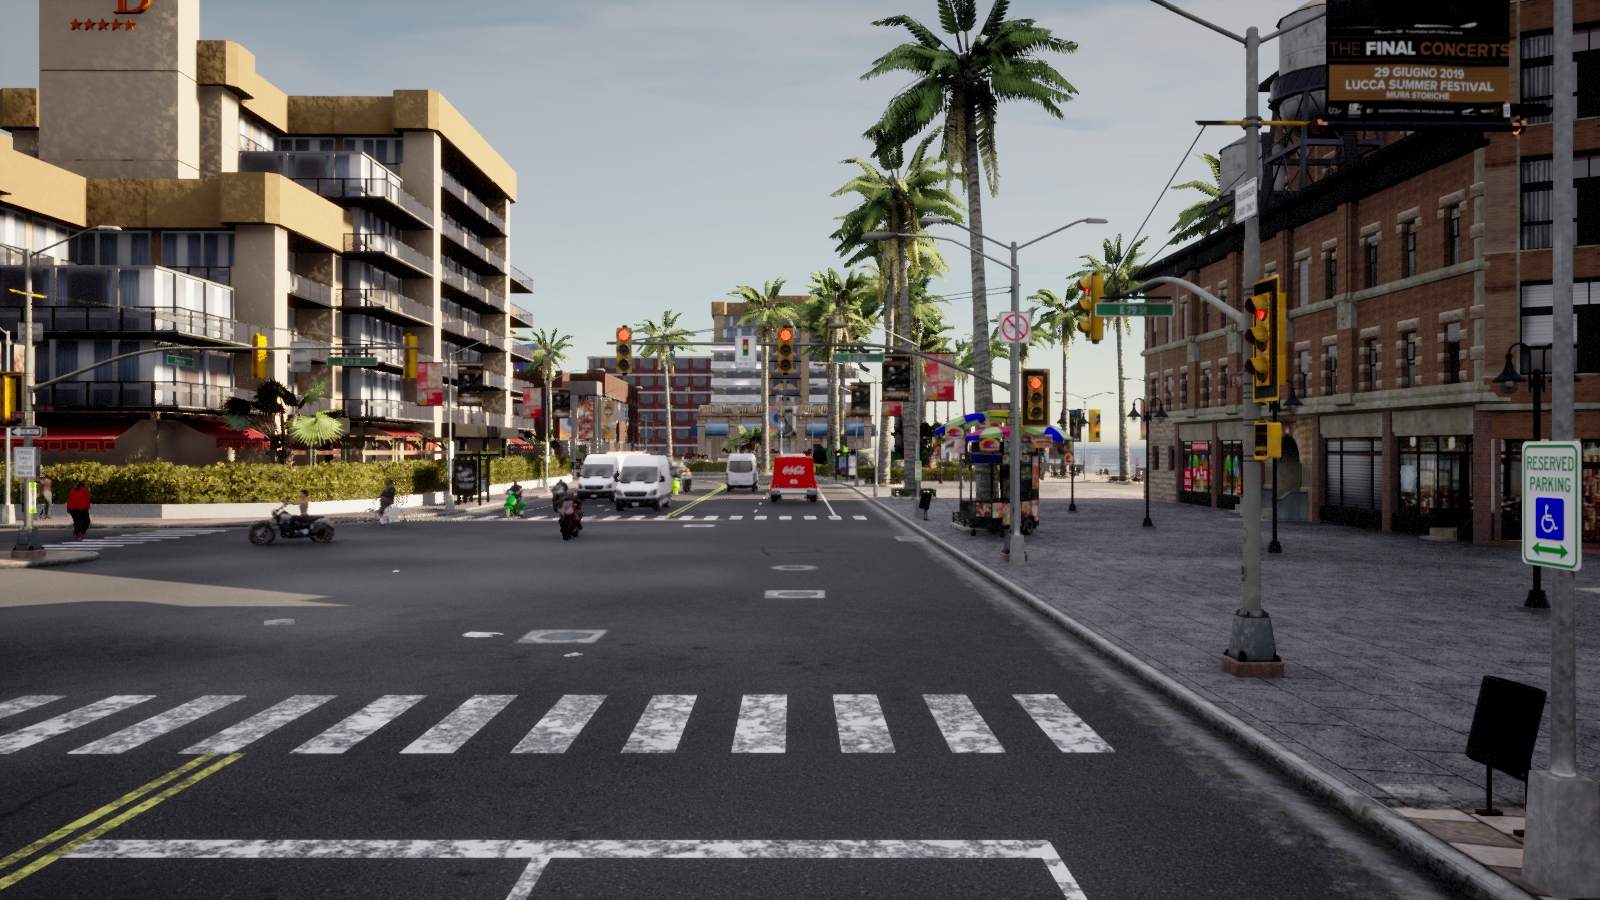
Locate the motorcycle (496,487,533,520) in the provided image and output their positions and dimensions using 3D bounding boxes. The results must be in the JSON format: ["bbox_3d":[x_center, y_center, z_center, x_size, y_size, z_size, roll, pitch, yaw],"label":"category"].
[{"bbox_3d":[-11.635,2.182,46.659,0.856,1.236,1.805,-1,0,8],"label":"motorcycle"}]

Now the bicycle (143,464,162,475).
[{"bbox_3d":[-72.852,2.210,128.633,0.329,1.171,1.835,-4,-2,41],"label":"bicycle"}]

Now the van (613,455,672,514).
[{"bbox_3d":[-7.277,1.535,53.397,1.988,2.561,5.915,0,0,0],"label":"van"}]

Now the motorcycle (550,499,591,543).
[{"bbox_3d":[-7.182,2.205,35.905,0.867,1.251,2.209,0,0,0],"label":"motorcycle"}]

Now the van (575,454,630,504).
[{"bbox_3d":[-10.811,1.533,62.912,1.988,2.561,5.915,0,0,0],"label":"van"}]

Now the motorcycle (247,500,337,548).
[{"bbox_3d":[-14.989,2.170,33.738,2.356,1.277,0.764,0,0,-33],"label":"motorcycle"}]

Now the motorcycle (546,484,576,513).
[{"bbox_3d":[-10.885,2.205,52.082,0.867,1.251,2.209,0,0,1],"label":"motorcycle"}]

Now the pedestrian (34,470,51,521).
[{"bbox_3d":[-28.289,1.696,42.695,0.375,1.860,0.375,0,0,9],"label":"pedestrian"}]

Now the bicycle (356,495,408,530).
[{"bbox_3d":[-14.857,2.210,40.642,0.329,1.171,1.835,0,0,37],"label":"bicycle"}]

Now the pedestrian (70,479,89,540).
[{"bbox_3d":[-22.378,1.848,35.493,0.375,1.860,0.375,0,0,-1],"label":"pedestrian"}]

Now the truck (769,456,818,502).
[{"bbox_3d":[-0.346,1.568,63.691,2.627,2.467,5.204,0,0,0],"label":"truck"}]
